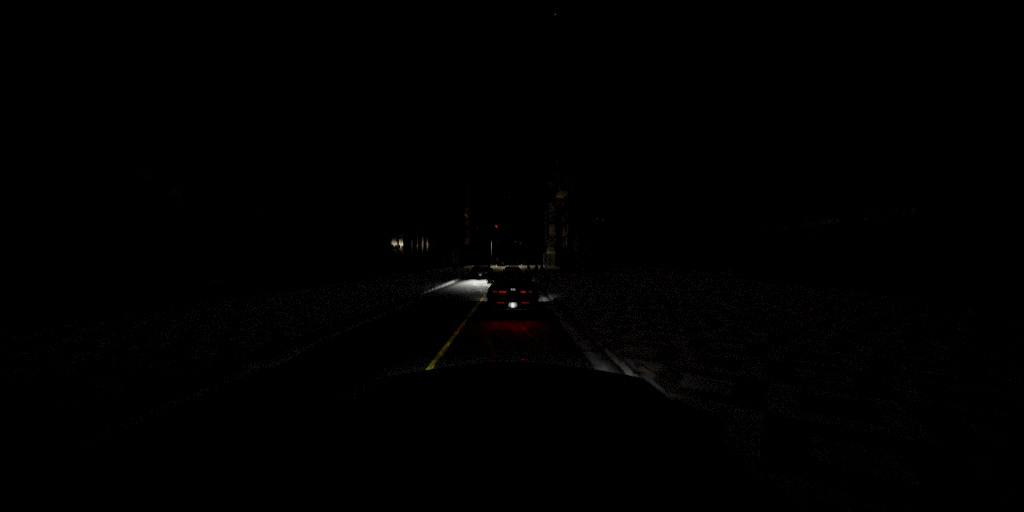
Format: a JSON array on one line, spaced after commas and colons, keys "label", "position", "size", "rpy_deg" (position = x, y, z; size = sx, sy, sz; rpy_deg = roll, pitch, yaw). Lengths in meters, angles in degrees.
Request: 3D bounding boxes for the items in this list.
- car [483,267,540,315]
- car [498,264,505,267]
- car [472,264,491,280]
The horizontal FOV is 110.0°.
[{"label": "car", "position": [0.046, 1.383, 14.311], "size": [1.837, 1.490, 4.892], "rpy_deg": [0, 0, 0]}, {"label": "car", "position": [0.049, 1.593, 29.461], "size": [1.994, 1.385, 4.181], "rpy_deg": [0, 0, 0]}, {"label": "car", "position": [-3.041, 1.596, 37.127], "size": [2.128, 1.511, 4.902], "rpy_deg": [0, -1, 1]}]
